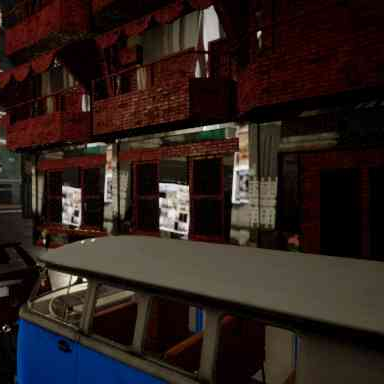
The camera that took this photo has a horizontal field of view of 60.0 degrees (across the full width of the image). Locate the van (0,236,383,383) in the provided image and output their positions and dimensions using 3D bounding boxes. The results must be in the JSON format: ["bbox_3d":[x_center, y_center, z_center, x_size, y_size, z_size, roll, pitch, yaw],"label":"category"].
[{"bbox_3d":[0.230,1.341,2.571,3.998,1.788,1.690,0,-1,36],"label":"van"}]
